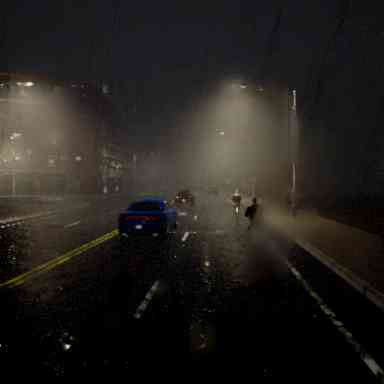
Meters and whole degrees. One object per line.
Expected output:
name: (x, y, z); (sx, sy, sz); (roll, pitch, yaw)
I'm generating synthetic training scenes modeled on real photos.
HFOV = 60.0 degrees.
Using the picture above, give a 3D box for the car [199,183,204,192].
car: (3.217, -0.622, 72.555); (1.895, 1.301, 4.718); (0, 2, -1)

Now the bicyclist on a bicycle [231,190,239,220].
bicyclist on a bicycle: (2.655, 0.754, 19.873); (0.659, 1.776, 1.843); (0, 2, 4)

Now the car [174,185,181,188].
car: (-3.541, -1.017, 85.282); (2.033, 1.411, 5.357); (0, 2, -1)

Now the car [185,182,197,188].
car: (-0.503, -1.226, 91.634); (1.994, 1.385, 4.181); (-1, 2, -2)

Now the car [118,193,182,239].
car: (-1.764, 1.050, 14.641); (1.882, 1.535, 5.008); (0, 2, 4)

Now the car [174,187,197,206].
car: (-0.662, 0.537, 33.044); (1.812, 1.442, 4.674); (0, 2, 3)

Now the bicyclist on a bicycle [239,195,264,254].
bicyclist on a bicycle: (2.005, 1.030, 10.825); (0.659, 1.776, 1.843); (0, 2, 5)

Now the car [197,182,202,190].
car: (2.746, -1.308, 91.729); (1.837, 1.490, 4.892); (-1, 2, -2)

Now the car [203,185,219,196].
car: (3.231, -0.135, 53.645); (1.837, 1.490, 4.892); (0, 2, 1)

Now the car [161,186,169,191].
car: (-6.787, -0.930, 85.111); (1.895, 1.301, 4.718); (0, 2, -1)
